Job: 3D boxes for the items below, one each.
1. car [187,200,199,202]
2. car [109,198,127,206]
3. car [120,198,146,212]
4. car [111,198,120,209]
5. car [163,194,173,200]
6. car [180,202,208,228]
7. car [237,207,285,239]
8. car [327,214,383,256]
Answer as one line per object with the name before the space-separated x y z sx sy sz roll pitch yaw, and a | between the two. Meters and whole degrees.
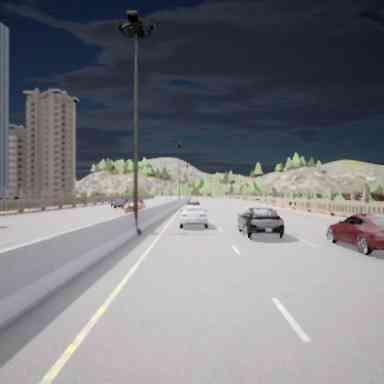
car | 0.138 1.704 41.380 2.128 1.511 4.902 0 0 0
car | -13.643 1.810 61.517 2.128 1.511 4.902 0 0 2
car | -7.034 1.563 41.161 2.097 1.767 4.553 0 0 0
car | -10.451 1.763 49.859 1.837 1.490 4.892 0 -1 1
car | -5.989 1.265 82.760 2.150 2.045 5.566 0 0 2
car | 0.120 1.646 23.264 1.812 1.442 4.674 0 0 0
car | 3.616 1.585 18.046 2.128 1.511 4.902 0 0 0
car | 7.112 1.595 13.403 1.812 1.442 4.674 0 0 0
